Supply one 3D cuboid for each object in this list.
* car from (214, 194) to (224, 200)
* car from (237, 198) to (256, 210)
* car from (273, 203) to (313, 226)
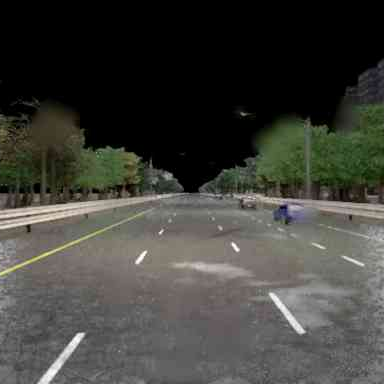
[{"bbox_3d":[7.257,1.467,92.662,1.882,1.535,5.008,0,0,2],"label":"car"},{"bbox_3d":[7.093,1.532,43.292,1.812,1.442,4.674,0,0,0],"label":"car"},{"bbox_3d":[7.033,1.533,23.456,1.812,1.442,4.674,0,0,0],"label":"car"}]
